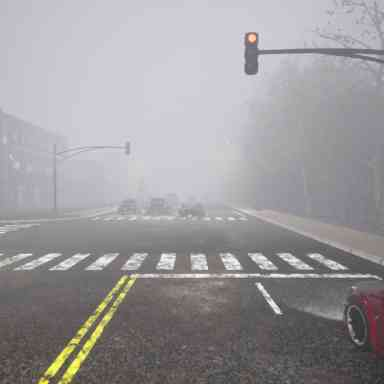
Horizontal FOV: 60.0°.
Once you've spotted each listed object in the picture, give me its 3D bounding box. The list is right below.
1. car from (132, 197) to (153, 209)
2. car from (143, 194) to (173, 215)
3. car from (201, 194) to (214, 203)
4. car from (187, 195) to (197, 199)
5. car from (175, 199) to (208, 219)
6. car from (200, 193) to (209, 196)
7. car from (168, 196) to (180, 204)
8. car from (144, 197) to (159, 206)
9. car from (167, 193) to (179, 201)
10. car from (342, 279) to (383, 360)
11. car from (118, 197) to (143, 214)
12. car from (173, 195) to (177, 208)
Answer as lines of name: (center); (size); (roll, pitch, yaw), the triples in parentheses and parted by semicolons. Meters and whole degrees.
car: (-6.663, 1.476, 45.098); (2.128, 1.511, 4.902); (0, 0, 0)
car: (-3.403, 1.342, 34.133); (2.097, 1.767, 4.553); (0, 0, 0)
car: (3.235, 1.576, 66.113); (1.895, 1.301, 4.718); (0, 0, 0)
car: (-0.014, 1.327, 66.420); (2.097, 1.767, 4.553); (0, 0, 0)
car: (0.045, 1.593, 29.091); (1.895, 1.301, 4.718); (0, 0, 6)
car: (3.123, 1.194, 76.296); (2.150, 2.045, 5.566); (0, 0, 0)
car: (-3.406, 1.523, 64.569); (2.033, 1.411, 5.357); (0, 0, 0)
car: (-6.668, 1.506, 55.231); (1.812, 1.442, 4.674); (0, 0, 0)
car: (-3.425, 1.202, 53.965); (2.150, 2.045, 5.566); (0, 0, 1)
car: (3.347, 1.563, 3.531); (1.994, 1.385, 4.181); (0, 0, 0)
car: (-6.653, 1.494, 35.675); (1.837, 1.490, 4.892); (0, 0, 0)
car: (-3.411, 1.533, 43.607); (2.033, 1.411, 5.357); (0, 0, 1)
